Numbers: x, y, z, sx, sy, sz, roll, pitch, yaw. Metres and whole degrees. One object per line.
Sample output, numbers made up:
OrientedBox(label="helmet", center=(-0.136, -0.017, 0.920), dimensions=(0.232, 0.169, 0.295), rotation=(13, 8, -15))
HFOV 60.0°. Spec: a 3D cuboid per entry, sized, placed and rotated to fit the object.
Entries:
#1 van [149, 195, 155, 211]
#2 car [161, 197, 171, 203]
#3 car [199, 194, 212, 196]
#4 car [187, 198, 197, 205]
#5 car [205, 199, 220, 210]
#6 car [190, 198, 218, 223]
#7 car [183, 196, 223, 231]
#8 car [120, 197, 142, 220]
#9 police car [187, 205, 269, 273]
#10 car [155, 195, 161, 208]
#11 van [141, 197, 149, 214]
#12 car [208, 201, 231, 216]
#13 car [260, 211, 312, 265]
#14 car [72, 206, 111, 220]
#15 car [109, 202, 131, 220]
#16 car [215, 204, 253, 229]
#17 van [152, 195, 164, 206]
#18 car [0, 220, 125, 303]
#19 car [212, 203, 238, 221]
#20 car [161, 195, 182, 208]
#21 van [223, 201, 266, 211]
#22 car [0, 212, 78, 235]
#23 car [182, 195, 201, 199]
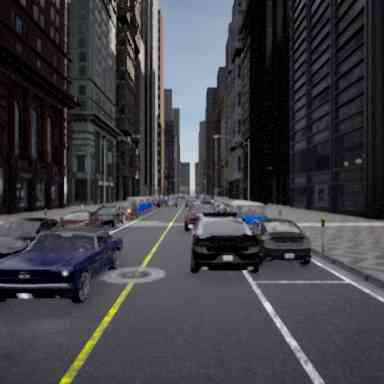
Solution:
OrientedBox(label="van", center=(-5.773, 1.439, 39.760), dimensions=(1.690, 1.788, 3.998), rotation=(0, 0, 0))
OrientedBox(label="car", center=(-5.783, 1.753, 73.579), dimensions=(1.887, 1.381, 4.507), rotation=(0, 0, 0))
OrientedBox(label="car", center=(2.747, 1.465, 56.686), dimensions=(2.192, 1.841, 5.009), rotation=(0, 0, 0))
OrientedBox(label="car", center=(-0.015, 1.768, 61.908), dimensions=(1.895, 1.301, 4.718), rotation=(0, 0, 0))
OrientedBox(label="car", center=(2.751, 1.660, 45.413), dimensions=(1.887, 1.381, 4.507), rotation=(0, 0, 0))
OrientedBox(label="car", center=(0.895, 1.413, 26.752), dimensions=(2.097, 1.767, 4.553), rotation=(0, 0, 0))
OrientedBox(label="car", center=(0.673, 1.391, 20.786), dimensions=(2.097, 1.767, 4.553), rotation=(-1, 0, 2))
OrientedBox(label="car", center=(-5.770, 1.506, 28.487), dimensions=(1.967, 1.590, 4.097), rotation=(0, 0, 0))
OrientedBox(label="police car", center=(0.900, 1.448, 10.891), dimensions=(1.930, 1.638, 5.238), rotation=(0, 0, 0))
OrientedBox(label="car", center=(-5.777, 1.447, 51.033), dimensions=(2.192, 1.841, 5.009), rotation=(0, 0, 0))
OrientedBox(label="van", center=(-5.772, 1.423, 34.124), dimensions=(1.690, 1.788, 3.998), rotation=(0, 0, 0))
OrientedBox(label="car", center=(2.754, 1.633, 34.141), dimensions=(2.008, 1.369, 4.403), rotation=(0, 0, 0))
OrientedBox(label="car", center=(2.761, 1.576, 11.596), dimensions=(2.008, 1.369, 4.403), rotation=(0, 0, 0))
OrientedBox(label="car", center=(-5.766, 1.619, 17.213), dimensions=(1.802, 1.307, 4.206), rotation=(0, 0, 0))
OrientedBox(label="car", center=(-5.768, 1.617, 22.850), dimensions=(1.947, 1.339, 4.313), rotation=(0, 0, 0))
OrientedBox(label="car", center=(2.757, 1.603, 22.869), dimensions=(2.008, 1.369, 4.403), rotation=(0, 0, 0))
OrientedBox(label="van", center=(-5.778, 1.491, 56.669), dimensions=(1.690, 1.788, 3.998), rotation=(0, 0, 0))
OrientedBox(label="car", center=(-3.100, 1.618, 8.363), dimensions=(1.895, 1.301, 4.718), rotation=(0, 0, 0))
OrientedBox(label="car", center=(2.756, 1.649, 28.505), dimensions=(1.802, 1.307, 4.206), rotation=(0, 0, 0))
OrientedBox(label="car", center=(-3.100, 1.622, 50.270), dimensions=(2.128, 1.511, 4.902), rotation=(0, 0, 0))
OrientedBox(label="van", center=(2.759, 1.379, 17.233), dimensions=(1.690, 1.788, 3.998), rotation=(0, 0, 0))
OrientedBox(label="car", center=(-5.764, 1.590, 11.576), dimensions=(1.947, 1.339, 4.313), rotation=(0, 0, 0))
OrientedBox(label="car", center=(0.001, 1.614, 47.934), dimensions=(2.128, 1.511, 4.902), rotation=(0, 0, 0))
